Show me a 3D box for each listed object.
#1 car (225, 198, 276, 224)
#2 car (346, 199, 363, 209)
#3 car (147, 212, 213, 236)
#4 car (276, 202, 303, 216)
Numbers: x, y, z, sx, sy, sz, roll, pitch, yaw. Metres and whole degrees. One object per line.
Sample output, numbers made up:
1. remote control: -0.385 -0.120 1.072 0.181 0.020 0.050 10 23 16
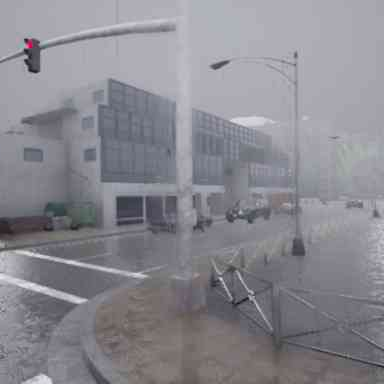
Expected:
1. car: 5.039 1.559 29.003 2.150 2.045 5.566 -1 -1 35
2. car: 24.314 1.798 49.738 1.837 1.490 4.892 -1 -1 35
3. car: -0.675 1.938 20.961 1.895 1.301 4.718 -1 -1 35
4. car: 10.804 1.864 37.082 1.812 1.442 4.674 -1 -1 36
